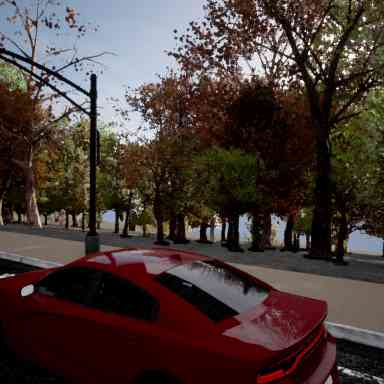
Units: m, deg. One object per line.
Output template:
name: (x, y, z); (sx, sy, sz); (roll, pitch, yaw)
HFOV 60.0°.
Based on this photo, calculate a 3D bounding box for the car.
car: (-0.858, 1.477, 4.289); (5.008, 1.535, 1.882); (0, 0, 35)
